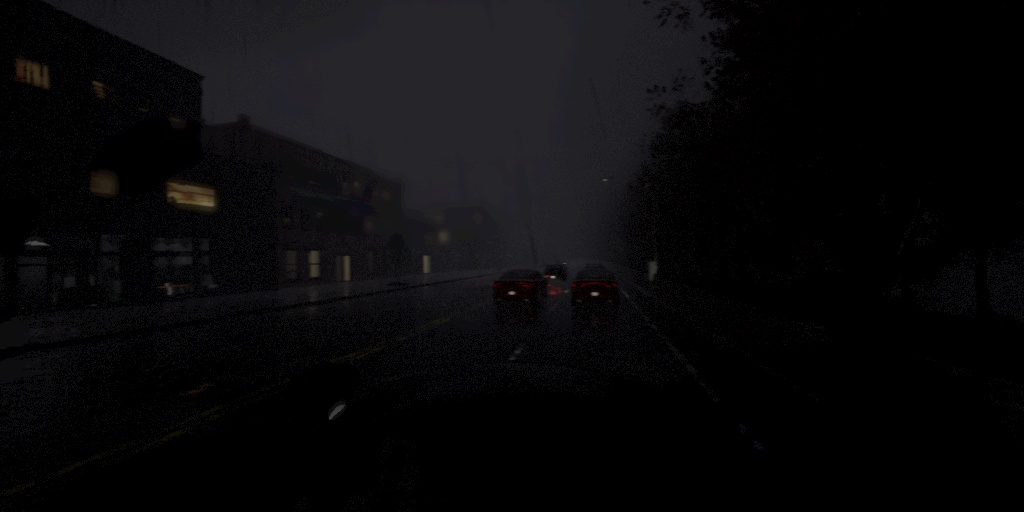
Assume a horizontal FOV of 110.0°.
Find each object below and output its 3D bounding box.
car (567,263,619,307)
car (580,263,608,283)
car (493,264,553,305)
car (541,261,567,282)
[{"bbox_3d":[3.710,1.290,16.083,1.882,1.535,5.008,-1,0,13],"label":"car"},{"bbox_3d":[7.007,1.374,30.535,2.128,1.511,4.902,-1,0,13],"label":"car"},{"bbox_3d":[0.546,1.334,16.823,1.882,1.535,5.008,-1,0,13],"label":"car"},{"bbox_3d":[3.844,1.433,31.278,1.837,1.490,4.892,-1,0,13],"label":"car"}]
